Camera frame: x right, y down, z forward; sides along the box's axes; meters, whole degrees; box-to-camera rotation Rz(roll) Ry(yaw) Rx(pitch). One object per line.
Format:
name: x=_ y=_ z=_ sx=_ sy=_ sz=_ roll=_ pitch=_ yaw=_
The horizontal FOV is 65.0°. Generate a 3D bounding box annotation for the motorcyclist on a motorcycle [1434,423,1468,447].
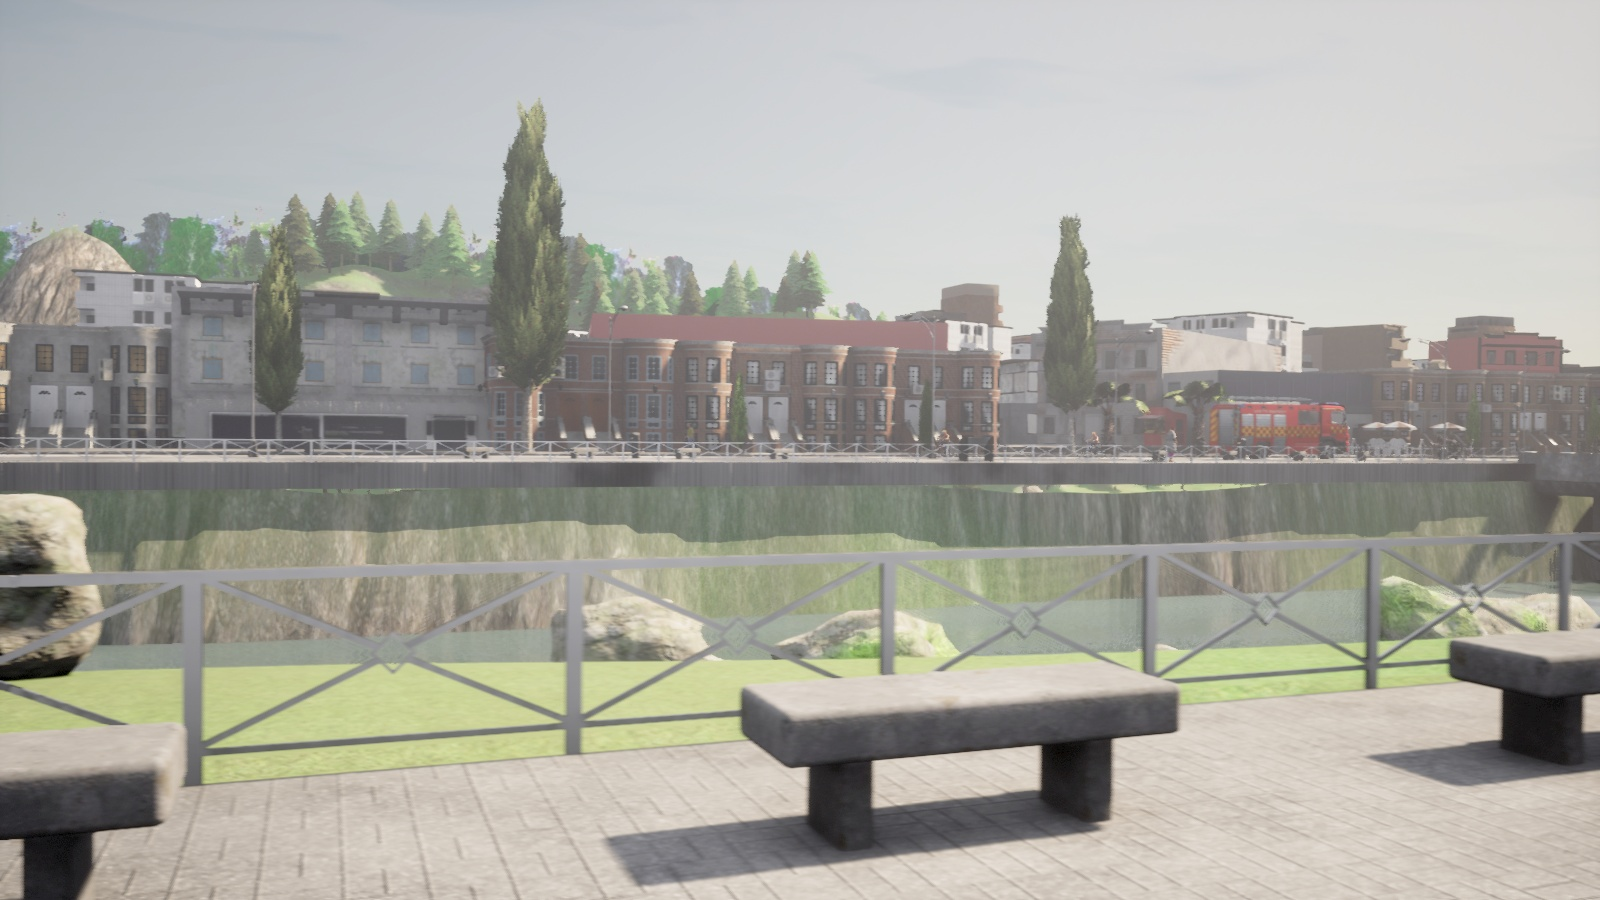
motorcyclist on a motorcycle: x=42.228 y=-1.003 z=81.495 sx=2.044 sy=1.523 sz=0.797 roll=-1 pitch=1 yaw=-21

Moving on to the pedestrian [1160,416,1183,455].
pedestrian: x=18.867 y=-0.725 z=63.743 sx=0.873 sy=1.952 sz=0.659 roll=-1 pitch=1 yaw=-23

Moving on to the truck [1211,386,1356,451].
truck: x=29.517 y=-1.933 z=76.651 sx=8.468 sy=3.827 sz=2.891 roll=-1 pitch=1 yaw=-21
